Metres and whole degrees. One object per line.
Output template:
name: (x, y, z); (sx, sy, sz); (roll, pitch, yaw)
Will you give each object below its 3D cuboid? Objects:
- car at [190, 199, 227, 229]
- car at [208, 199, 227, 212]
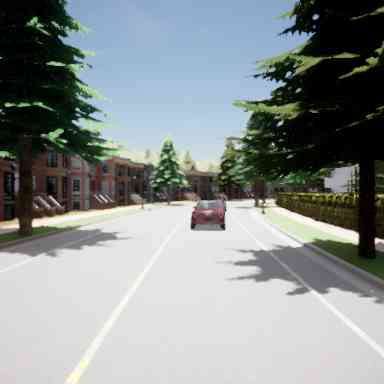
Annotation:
car: (1.089, 1.318, 21.623); (2.097, 1.767, 4.553); (0, 0, 4)
car: (3.045, 1.504, 38.975); (1.994, 1.385, 4.181); (0, 0, 8)
